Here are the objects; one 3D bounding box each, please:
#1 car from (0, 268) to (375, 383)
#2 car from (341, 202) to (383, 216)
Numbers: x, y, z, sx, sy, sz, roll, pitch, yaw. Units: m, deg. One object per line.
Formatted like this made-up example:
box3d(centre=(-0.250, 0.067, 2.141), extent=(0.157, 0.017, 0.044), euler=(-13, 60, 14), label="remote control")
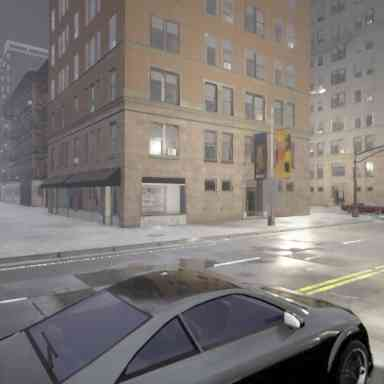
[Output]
box3d(centre=(0.110, 1.566, 3.537), extent=(4.181, 1.385, 1.994), euler=(0, 0, -36), label="car")
box3d(centre=(17.341, 1.619, 32.842), extent=(1.895, 1.301, 4.718), euler=(0, 0, -30), label="car")
